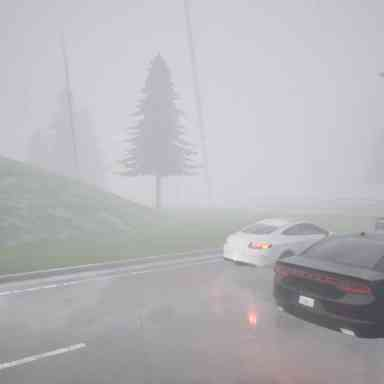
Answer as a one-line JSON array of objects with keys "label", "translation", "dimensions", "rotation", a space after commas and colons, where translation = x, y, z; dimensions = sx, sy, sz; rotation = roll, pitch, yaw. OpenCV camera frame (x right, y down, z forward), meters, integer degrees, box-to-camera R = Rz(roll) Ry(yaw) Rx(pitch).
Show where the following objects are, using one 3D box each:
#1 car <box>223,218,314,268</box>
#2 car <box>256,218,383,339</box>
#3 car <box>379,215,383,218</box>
[{"label": "car", "translation": [3.033, 1.525, 10.228], "dimensions": [4.674, 1.442, 1.812], "rotation": [0, 0, -36]}, {"label": "car", "translation": [3.715, 1.477, 6.411], "dimensions": [5.008, 1.535, 1.882], "rotation": [0, 0, -36]}, {"label": "car", "translation": [10.444, 1.491, 15.539], "dimensions": [4.902, 1.511, 2.128], "rotation": [0, 0, -35]}]
